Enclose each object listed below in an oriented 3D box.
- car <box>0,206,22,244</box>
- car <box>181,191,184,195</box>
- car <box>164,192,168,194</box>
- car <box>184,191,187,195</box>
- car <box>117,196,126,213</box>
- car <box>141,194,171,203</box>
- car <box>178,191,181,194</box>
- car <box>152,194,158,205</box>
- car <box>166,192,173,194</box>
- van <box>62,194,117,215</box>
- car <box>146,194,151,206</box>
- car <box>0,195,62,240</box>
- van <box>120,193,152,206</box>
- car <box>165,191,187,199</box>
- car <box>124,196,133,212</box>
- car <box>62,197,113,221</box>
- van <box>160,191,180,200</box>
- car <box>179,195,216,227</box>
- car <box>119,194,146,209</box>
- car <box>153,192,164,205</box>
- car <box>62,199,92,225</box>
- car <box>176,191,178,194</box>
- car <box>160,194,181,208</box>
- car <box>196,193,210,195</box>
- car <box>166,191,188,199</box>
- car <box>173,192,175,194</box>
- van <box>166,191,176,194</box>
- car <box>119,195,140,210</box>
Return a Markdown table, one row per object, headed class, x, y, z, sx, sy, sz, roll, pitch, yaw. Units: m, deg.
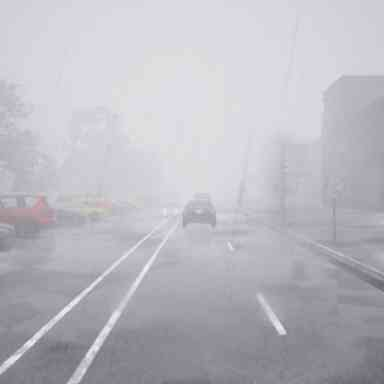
| class | x | y | z | sx | sy | sz | roll | pitch | yaw |
| --- | --- | --- | --- | --- | --- | --- | --- | --- | --- |
| car | -9.343 | 1.472 | 12.663 | 4.674 | 1.452 | 2.002 | -1 | 0 | -19 |
| car | -5.449 | 0.872 | 77.793 | 5.566 | 2.045 | 2.435 | -1 | 1 | -15 |
| car | -7.164 | 1.292 | 57.126 | 4.892 | 1.521 | 2.231 | -1 | 0 | -16 |
| car | -4.495 | 1.021 | 86.715 | 5.366 | 1.575 | 1.946 | -1 | 0 | -15 |
| car | -8.783 | 1.427 | 30.475 | 4.674 | 1.452 | 2.002 | -1 | 0 | -18 |
| car | -6.849 | 1.251 | 62.999 | 5.366 | 1.575 | 1.946 | -1 | 1 | -15 |
| car | -5.675 | 1.151 | 74.859 | 5.008 | 1.535 | 2.097 | -1 | 0 | -15 |
| car | -7.809 | 1.376 | 48.236 | 4.674 | 1.452 | 2.002 | -1 | 0 | -16 |
| car | -6.740 | 1.266 | 60.139 | 5.366 | 1.575 | 1.946 | -1 | 0 | -15 |
| van | -8.801 | 1.165 | 27.546 | 4.442 | 1.987 | 1.878 | -1 | 0 | -18 |
| car | -8.177 | 1.359 | 42.302 | 5.008 | 1.535 | 2.097 | -1 | 0 | -17 |
| car | -9.308 | 1.172 | 15.617 | 5.566 | 2.045 | 2.435 | -1 | 0 | -19 |
| van | -8.115 | 1.125 | 45.230 | 4.442 | 1.987 | 1.878 | -1 | 0 | -17 |
| car | -4.393 | 0.742 | 89.612 | 5.566 | 2.045 | 2.435 | -1 | 0 | -15 |
| car | -8.630 | 1.421 | 33.426 | 4.674 | 1.452 | 2.002 | 0 | 0 | -17 |
| car | -8.842 | 1.392 | 24.598 | 5.366 | 1.575 | 1.946 | -1 | 0 | -18 |
| van | -5.279 | 0.868 | 80.715 | 4.442 | 1.987 | 1.878 | -1 | 1 | -15 |
| car | 0.505 | 1.265 | 22.284 | 2.097 | 1.767 | 4.553 | 0 | 0 | 2 |
| car | -8.532 | 1.368 | 39.283 | 5.366 | 1.575 | 1.946 | -1 | 0 | -17 |
| car | -7.357 | 1.181 | 54.168 | 4.553 | 1.767 | 2.185 | -1 | 1 | -16 |
| car | -9.118 | 1.445 | 21.571 | 4.674 | 1.452 | 2.002 | -1 | 0 | -18 |
| car | -5.948 | 1.054 | 71.896 | 4.553 | 1.767 | 2.185 | -1 | 0 | -15 |
| car | -2.762 | 1.383 | 45.035 | 1.812 | 1.442 | 4.674 | 0 | 0 | 4 |
| car | 1.326 | 1.092 | 40.831 | 2.150 | 2.045 | 5.566 | 0 | 0 | 3 |
| car | -4.192 | 0.709 | 92.533 | 5.566 | 2.045 | 2.435 | -1 | 1 | -15 |
| car | -6.445 | 1.259 | 65.991 | 4.792 | 1.488 | 2.163 | -1 | 1 | -15 |
| van | -6.279 | 0.980 | 68.914 | 4.442 | 1.987 | 1.878 | -1 | 1 | -15 |
| car | -8.501 | 1.416 | 36.370 | 4.674 | 1.452 | 2.002 | -1 | 0 | -17 |
